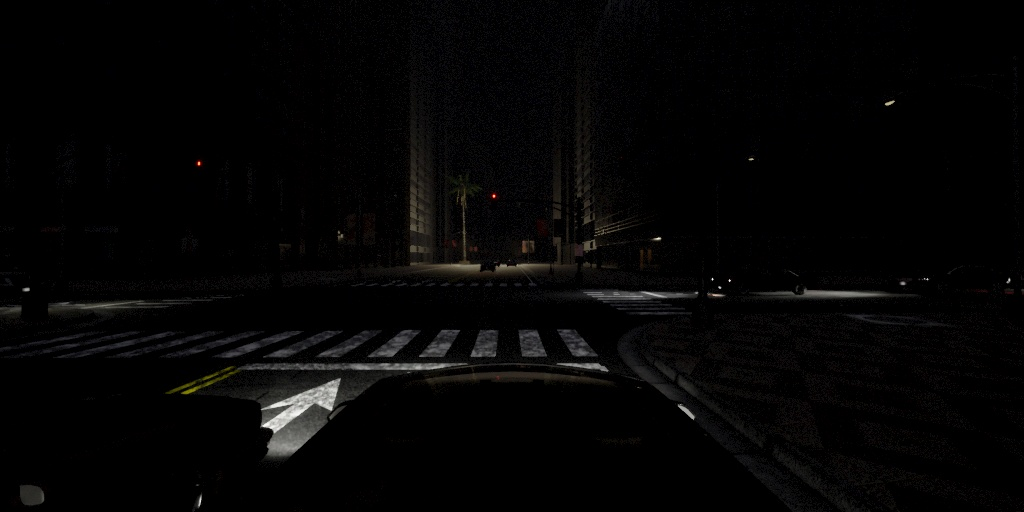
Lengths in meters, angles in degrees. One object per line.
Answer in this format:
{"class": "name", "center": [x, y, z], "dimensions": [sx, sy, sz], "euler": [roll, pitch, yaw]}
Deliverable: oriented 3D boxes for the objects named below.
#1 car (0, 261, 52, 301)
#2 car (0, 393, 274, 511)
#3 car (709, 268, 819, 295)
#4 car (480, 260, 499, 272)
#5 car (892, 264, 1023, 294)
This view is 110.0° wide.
{"class": "car", "center": [-22.977, 1.057, 14.933], "dimensions": [5.566, 2.045, 2.150], "euler": [0, 0, 0]}
{"class": "car", "center": [-3.175, 1.297, 0.693], "dimensions": [2.033, 1.411, 5.357], "euler": [0, 0, 4]}
{"class": "car", "center": [12.994, 1.315, 18.719], "dimensions": [4.718, 1.301, 1.895], "euler": [0, 0, -2]}
{"class": "car", "center": [-3.249, 1.358, 49.123], "dimensions": [2.128, 1.511, 4.902], "euler": [0, 0, 0]}
{"class": "car", "center": [23.000, 1.173, 18.887], "dimensions": [4.902, 1.511, 2.128], "euler": [0, 0, -1]}
